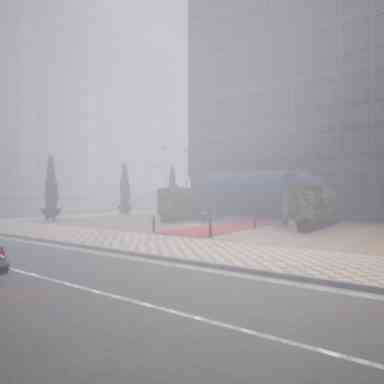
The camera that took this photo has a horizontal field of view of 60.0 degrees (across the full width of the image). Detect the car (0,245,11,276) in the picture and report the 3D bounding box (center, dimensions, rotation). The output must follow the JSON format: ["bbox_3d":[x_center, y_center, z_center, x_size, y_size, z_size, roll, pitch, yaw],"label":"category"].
[{"bbox_3d":[-6.885,1.573,8.802,5.357,1.411,2.033,0,0,36],"label":"car"}]

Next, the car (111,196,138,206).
[{"bbox_3d":[-11.179,1.449,55.244,2.097,1.767,4.553,0,0,36],"label":"car"}]
